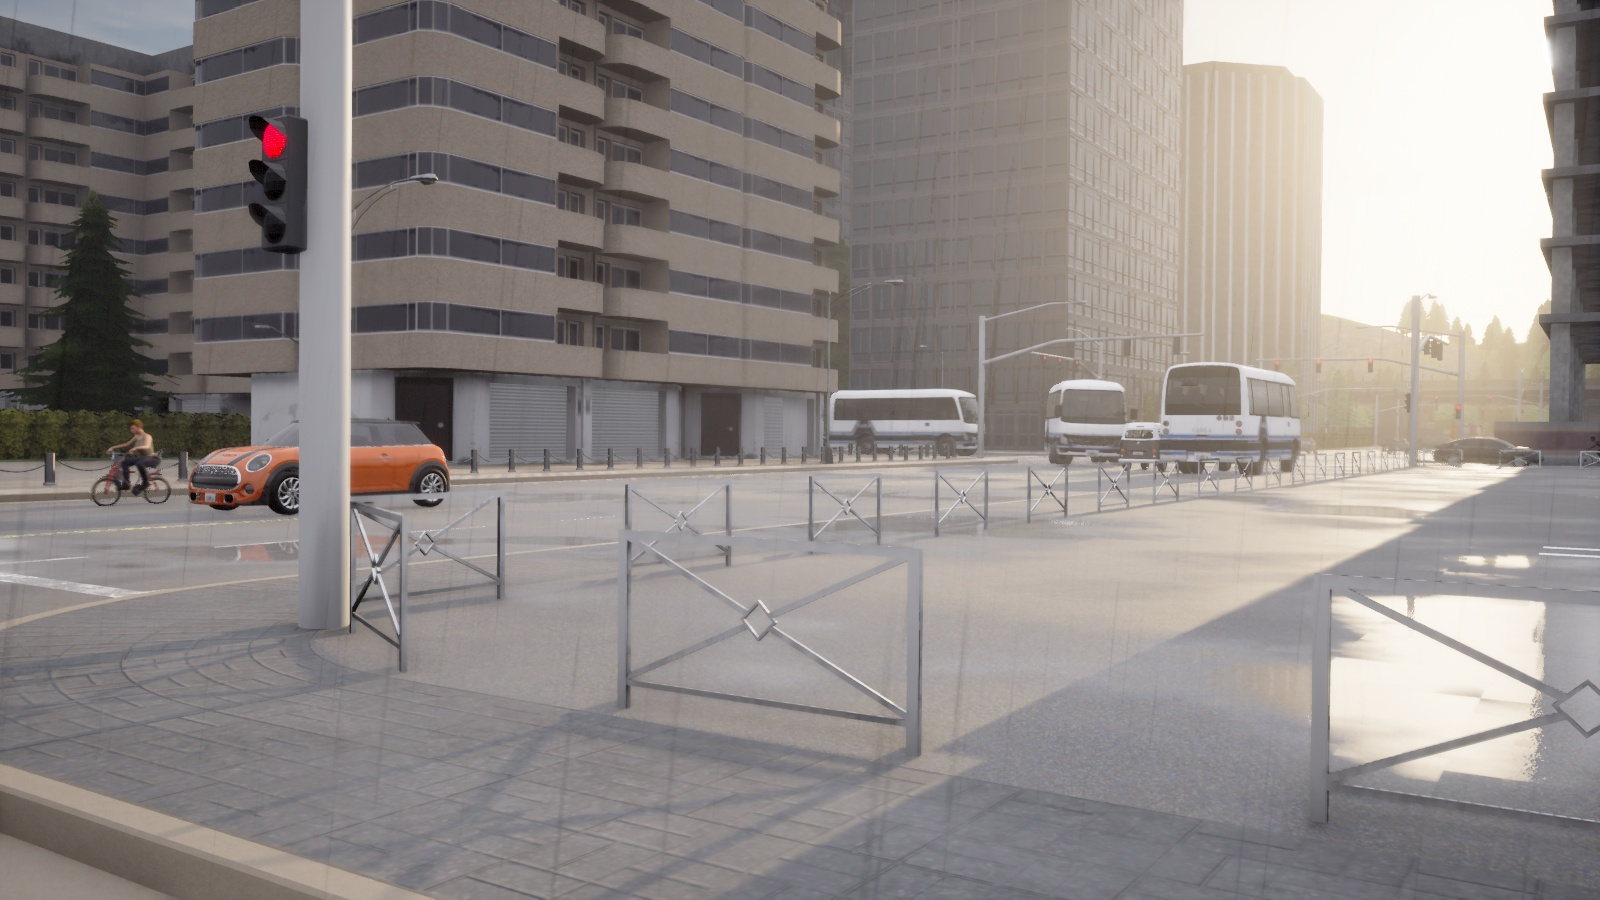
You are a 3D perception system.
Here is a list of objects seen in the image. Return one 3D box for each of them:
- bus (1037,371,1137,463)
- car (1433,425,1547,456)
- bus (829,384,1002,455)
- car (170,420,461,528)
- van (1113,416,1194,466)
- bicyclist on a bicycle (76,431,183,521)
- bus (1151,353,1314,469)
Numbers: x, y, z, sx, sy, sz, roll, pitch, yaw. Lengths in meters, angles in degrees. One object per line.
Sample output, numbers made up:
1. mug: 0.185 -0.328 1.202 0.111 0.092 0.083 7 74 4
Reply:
1. bus: 14.463 -1.666 64.253 3.944 4.253 10.273 1 1 8
2. car: 34.491 -0.490 62.824 4.892 1.490 1.837 0 1 32
3. bus: 7.269 -1.856 79.818 10.273 4.253 3.944 0 1 33
4. car: -8.683 0.356 22.910 2.097 1.767 4.553 0 1 33
5. van: 15.001 -0.407 53.198 2.069 2.038 4.480 0 1 33
6. bicyclist on a bicycle: -12.500 0.461 23.439 0.866 1.612 1.509 0 1 33
7. bus: 17.821 -1.504 51.114 3.944 4.253 10.273 0 1 33
